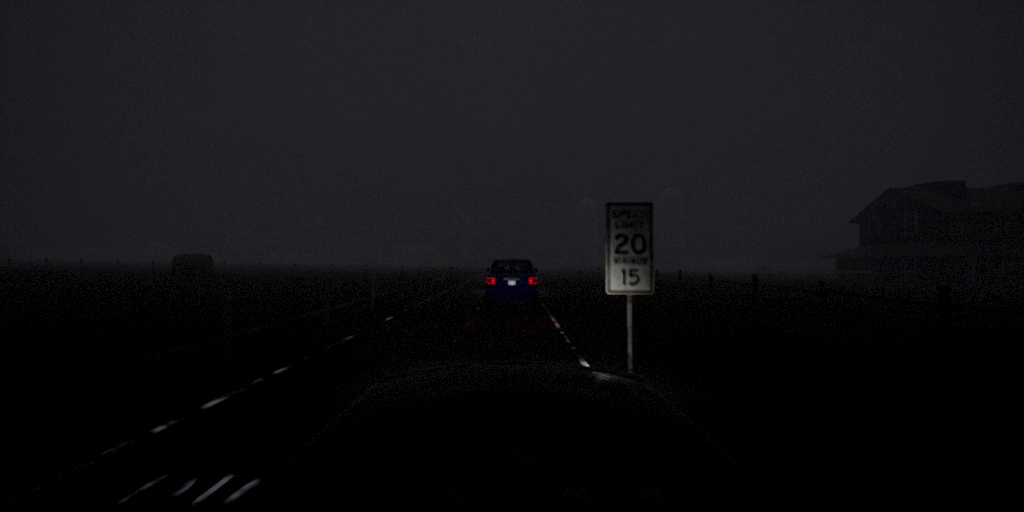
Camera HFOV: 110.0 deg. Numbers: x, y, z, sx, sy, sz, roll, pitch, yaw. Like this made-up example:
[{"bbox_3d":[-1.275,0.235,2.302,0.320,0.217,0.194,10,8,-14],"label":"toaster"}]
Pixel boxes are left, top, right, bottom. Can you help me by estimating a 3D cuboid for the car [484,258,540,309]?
[{"bbox_3d":[0.000,1.106,15.856,2.150,2.045,5.566,0,0,0],"label":"car"}]
